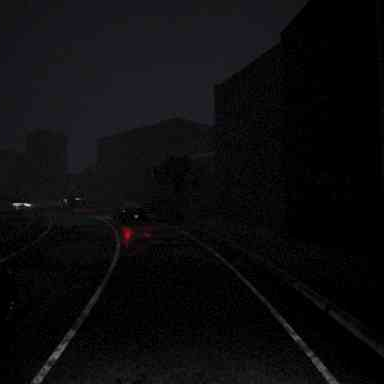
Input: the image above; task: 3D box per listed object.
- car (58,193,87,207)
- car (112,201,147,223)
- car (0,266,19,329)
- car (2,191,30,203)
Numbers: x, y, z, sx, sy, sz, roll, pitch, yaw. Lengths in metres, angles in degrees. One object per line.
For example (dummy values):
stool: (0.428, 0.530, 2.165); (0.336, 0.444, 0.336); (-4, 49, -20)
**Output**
car: (-13.809, 0.925, 38.349); (2.128, 1.511, 4.902); (3, 0, -41)
car: (-4.477, 1.360, 23.717); (1.812, 1.442, 4.674); (1, 0, -22)
car: (-3.895, 1.554, 4.047); (1.994, 1.385, 4.181); (0, 0, -4)
car: (-21.525, 0.584, 40.713); (4.181, 1.385, 1.994); (3, -1, 39)
